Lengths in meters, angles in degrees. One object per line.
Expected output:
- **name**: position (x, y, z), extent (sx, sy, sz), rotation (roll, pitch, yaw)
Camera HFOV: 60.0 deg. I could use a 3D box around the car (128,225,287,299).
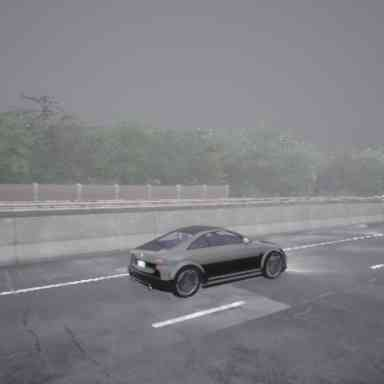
- **car**: position (0.509, 1.560, 8.532), extent (4.181, 1.385, 1.994), rotation (0, 0, -35)
